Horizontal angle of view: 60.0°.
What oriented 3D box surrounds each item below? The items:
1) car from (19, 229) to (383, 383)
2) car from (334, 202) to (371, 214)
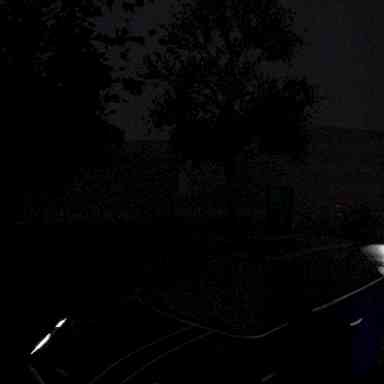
[{"bbox_3d":[0.602,1.368,3.759,4.553,1.767,2.097,1,-1,-41],"label":"car"},{"bbox_3d":[20.399,2.005,42.322,4.902,1.511,2.128,1,0,-19],"label":"car"}]
